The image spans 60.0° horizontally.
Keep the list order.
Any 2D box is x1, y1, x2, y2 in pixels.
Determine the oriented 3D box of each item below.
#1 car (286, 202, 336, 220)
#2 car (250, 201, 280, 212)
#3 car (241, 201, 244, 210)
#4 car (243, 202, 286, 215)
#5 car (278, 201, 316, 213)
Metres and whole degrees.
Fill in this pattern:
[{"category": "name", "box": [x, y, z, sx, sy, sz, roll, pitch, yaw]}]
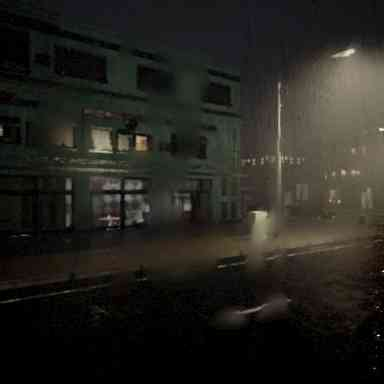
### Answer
[{"category": "car", "box": [11.764, 1.955, 32.432, 1.947, 1.339, 4.313, -1, 0, -35]}, {"category": "car", "box": [10.666, 2.088, 48.671, 1.802, 1.307, 4.206, -1, 0, -35]}, {"category": "car", "box": [7.464, 2.151, 53.184, 1.802, 1.307, 4.206, -1, 0, -35]}, {"category": "car", "box": [9.215, 2.018, 40.724, 2.033, 1.411, 5.357, 0, 0, -35]}, {"category": "car", "box": [13.869, 1.993, 44.156, 2.008, 1.369, 4.403, -1, 0, -35]}]
